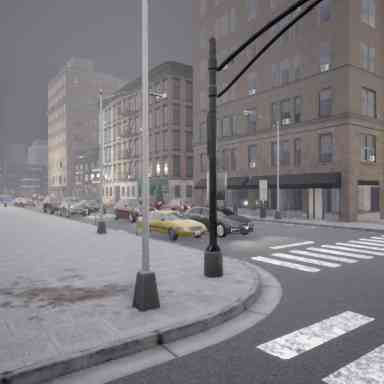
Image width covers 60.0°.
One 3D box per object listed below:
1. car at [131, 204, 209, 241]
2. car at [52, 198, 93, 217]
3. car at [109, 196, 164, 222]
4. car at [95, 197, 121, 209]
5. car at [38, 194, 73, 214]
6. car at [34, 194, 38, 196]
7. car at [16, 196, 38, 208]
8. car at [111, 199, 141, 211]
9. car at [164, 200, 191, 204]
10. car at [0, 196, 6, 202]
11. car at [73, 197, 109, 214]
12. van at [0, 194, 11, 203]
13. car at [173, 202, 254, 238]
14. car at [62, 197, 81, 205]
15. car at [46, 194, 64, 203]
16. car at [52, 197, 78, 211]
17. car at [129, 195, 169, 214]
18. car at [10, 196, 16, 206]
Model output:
[{"bbox_3d":[-1.145,1.543,17.148,1.752,1.417,4.829,0,0,-36],"label":"car"},{"bbox_3d":[-11.205,1.565,31.045,2.008,1.369,4.403,0,0,-36],"label":"car"},{"bbox_3d":[-4.450,1.355,26.041,2.097,1.767,4.553,0,0,-36],"label":"car"},{"bbox_3d":[-11.443,1.498,45.061,1.752,1.417,4.829,0,0,-36],"label":"car"},{"bbox_3d":[-14.526,1.329,35.631,2.192,1.841,5.009,0,0,-36],"label":"car"},{"bbox_3d":[-34.583,1.535,77.028,1.947,1.339,4.313,0,0,-36],"label":"car"},{"bbox_3d":[-24.485,1.593,49.391,1.802,1.307,4.206,0,0,-36],"label":"car"},{"bbox_3d":[-8.024,1.540,40.337,1.947,1.339,4.313,0,0,-36],"label":"car"},{"bbox_3d":[-1.384,1.416,31.163,1.967,1.590,4.097,0,0,-36],"label":"car"},{"bbox_3d":[-44.404,1.559,76.909,2.008,1.369,4.403,0,0,-36],"label":"car"},{"bbox_3d":[-10.364,1.507,34.228,1.837,1.490,4.892,0,0,-36],"label":"car"},{"bbox_3d":[-37.765,1.350,67.735,1.690,1.788,3.998,0,0,-36],"label":"van"},{"bbox_3d":[1.224,1.510,18.186,1.837,1.490,4.892,0,0,-37],"label":"car"},{"bbox_3d":[-21.304,1.521,58.682,2.008,1.369,4.403,0,0,-36],"label":"car"},{"bbox_3d":[-27.944,1.284,67.854,2.192,1.841,5.009,0,0,-36],"label":"car"},{"bbox_3d":[-16.378,1.477,42.613,1.882,1.535,5.008,0,0,-36],"label":"car"},{"bbox_3d":[-4.705,1.290,35.750,2.192,1.841,5.009,0,0,-36],"label":"car"},{"bbox_3d":[-27.705,1.535,53.839,1.752,1.417,4.829,0,0,-36],"label":"car"}]
